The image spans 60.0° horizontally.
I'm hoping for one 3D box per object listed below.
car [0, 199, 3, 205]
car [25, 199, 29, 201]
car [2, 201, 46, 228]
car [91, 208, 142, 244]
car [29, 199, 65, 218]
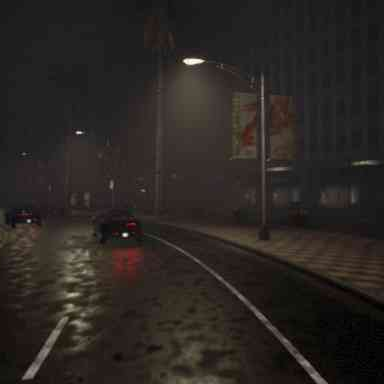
[{"bbox_3d":[-42.127,1.855,71.184,2.185,1.767,4.553,0,0,-39],"label":"car"},{"bbox_3d":[-23.516,1.787,48.456,2.231,1.521,4.892,0,0,-39],"label":"car"},{"bbox_3d":[-12.159,1.660,23.892,1.837,1.490,4.892,0,-1,-36],"label":"car"},{"bbox_3d":[-3.787,1.581,16.432,1.837,1.490,4.892,0,0,-23],"label":"car"},{"bbox_3d":[-13.616,1.666,31.515,1.882,1.535,5.008,0,0,-38],"label":"car"}]
